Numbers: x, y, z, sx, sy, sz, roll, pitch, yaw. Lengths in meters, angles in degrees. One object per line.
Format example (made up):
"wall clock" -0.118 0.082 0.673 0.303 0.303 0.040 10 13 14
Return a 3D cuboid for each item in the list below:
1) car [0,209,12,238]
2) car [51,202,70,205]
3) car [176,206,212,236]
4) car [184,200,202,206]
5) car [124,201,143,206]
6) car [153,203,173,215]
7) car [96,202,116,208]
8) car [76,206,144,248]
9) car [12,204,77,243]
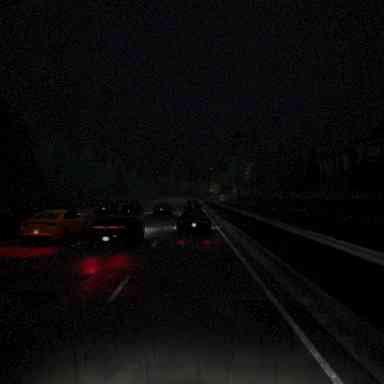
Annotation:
"car" -10.386 1.701 18.829 1.812 1.442 4.674 0 0 0
"car" -13.877 1.836 35.601 1.837 1.490 4.892 0 0 0
"car" 0.112 1.747 19.731 1.994 1.385 4.181 0 0 0
"car" 0.127 1.736 41.781 2.097 1.767 4.553 0 -1 0
"car" -6.874 1.863 38.626 1.837 1.490 4.892 0 0 0
"car" -3.375 1.922 38.790 1.994 1.385 4.181 0 0 0
"car" -10.374 1.943 41.001 1.994 1.385 4.181 0 0 0
"car" -3.391 1.637 15.509 2.128 1.511 4.902 0 0 0
"car" -6.889 1.637 17.165 1.882 1.535 5.008 0 0 0
